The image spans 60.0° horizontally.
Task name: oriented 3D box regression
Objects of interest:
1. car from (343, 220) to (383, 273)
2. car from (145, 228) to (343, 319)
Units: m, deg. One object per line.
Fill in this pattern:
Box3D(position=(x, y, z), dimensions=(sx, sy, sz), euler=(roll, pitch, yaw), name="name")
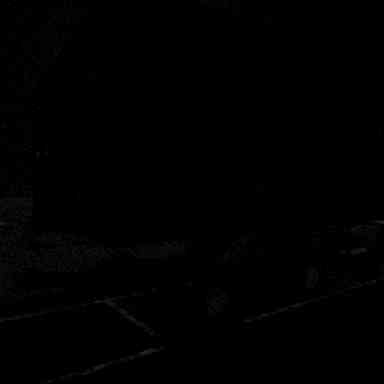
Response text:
Box3D(position=(5.632, 1.581, 10.577), dimensions=(4.206, 1.307, 1.802), euler=(0, 0, -36), name="car")
Box3D(position=(1.141, 1.545, 7.359), dimensions=(4.507, 1.381, 1.887), euler=(0, 0, -36), name="car")
